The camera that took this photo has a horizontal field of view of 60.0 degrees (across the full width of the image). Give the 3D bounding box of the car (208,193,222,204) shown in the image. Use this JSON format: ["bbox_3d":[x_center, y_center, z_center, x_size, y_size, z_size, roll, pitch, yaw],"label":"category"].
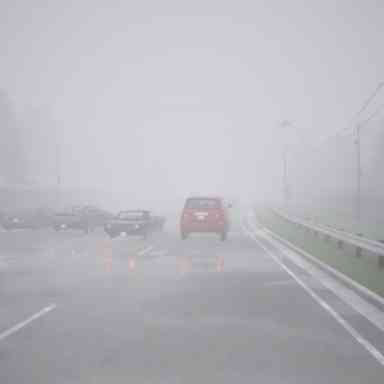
[{"bbox_3d":[4.439,1.162,63.568,2.150,2.045,5.566,0,0,9],"label":"car"}]

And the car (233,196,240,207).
[{"bbox_3d":[5.894,1.308,49.599,2.097,1.767,4.553,0,0,9],"label":"car"}]

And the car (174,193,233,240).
[{"bbox_3d":[0.816,1.205,17.229,2.150,2.045,5.566,0,0,9],"label":"car"}]

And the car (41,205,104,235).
[{"bbox_3d":[-6.004,1.466,18.920,2.128,1.511,4.902,0,0,9],"label":"car"}]

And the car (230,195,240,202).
[{"bbox_3d":[9.380,1.477,72.484,2.033,1.411,5.357,0,0,9],"label":"car"}]

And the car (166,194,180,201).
[{"bbox_3d":[-4.325,1.290,75.459,2.033,1.411,5.357,0,0,9],"label":"car"}]

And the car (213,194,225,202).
[{"bbox_3d":[6.049,1.289,73.833,2.128,1.511,4.902,0,0,9],"label":"car"}]

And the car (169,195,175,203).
[{"bbox_3d":[-2.481,1.423,64.623,2.128,1.511,4.902,0,0,9],"label":"car"}]

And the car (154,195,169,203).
[{"bbox_3d":[-5.939,1.404,65.165,1.882,1.535,5.008,0,0,9],"label":"car"}]

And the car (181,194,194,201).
[{"bbox_3d":[-0.867,1.280,74.917,2.128,1.511,4.902,0,0,9],"label":"car"}]

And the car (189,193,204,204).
[{"bbox_3d":[0.981,1.158,64.110,2.150,2.045,5.566,0,0,9],"label":"car"}]

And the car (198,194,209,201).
[{"bbox_3d":[2.591,1.284,74.375,1.812,1.442,4.674,0,0,9],"label":"car"}]

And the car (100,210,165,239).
[{"bbox_3d":[-2.740,1.580,17.145,1.895,1.301,4.718,0,0,9],"label":"car"}]

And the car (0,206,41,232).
[{"bbox_3d":[-9.336,1.533,20.262,1.994,1.385,4.181,0,0,9],"label":"car"}]
